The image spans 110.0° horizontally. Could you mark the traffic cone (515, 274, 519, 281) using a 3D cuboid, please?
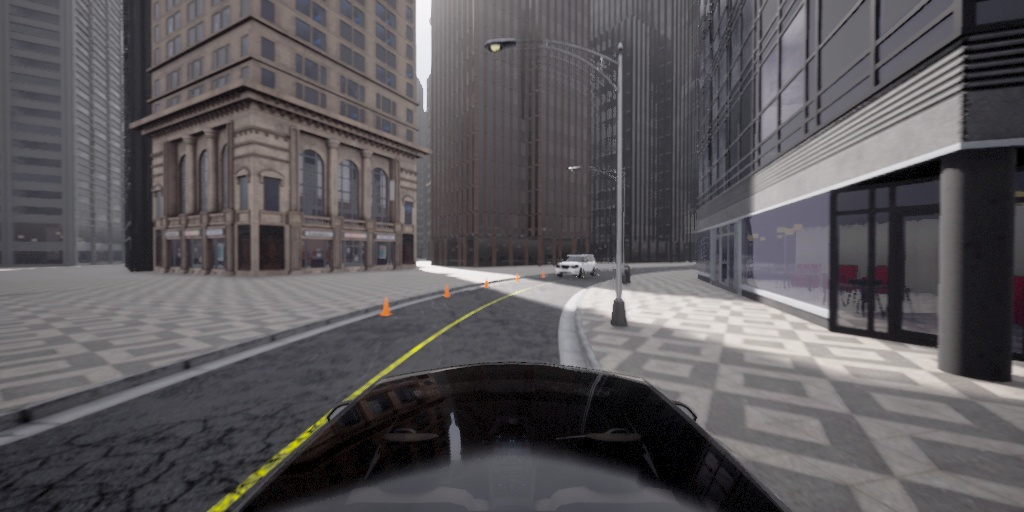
[{"bbox_3d":[0.383,1.596,26.870,0.340,0.580,0.340,0,0,24],"label":"traffic cone"}]

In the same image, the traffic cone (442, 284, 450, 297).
[{"bbox_3d":[-3.086,1.627,17.010,0.340,0.580,0.340,0,0,14],"label":"traffic cone"}]

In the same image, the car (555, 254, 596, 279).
[{"bbox_3d":[5.803,0.866,32.005,2.150,2.045,5.566,0,0,31],"label":"car"}]

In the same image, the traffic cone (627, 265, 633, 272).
[{"bbox_3d":[15.872,1.503,47.702,0.340,0.580,0.340,0,0,-41],"label":"traffic cone"}]

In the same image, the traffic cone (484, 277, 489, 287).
[{"bbox_3d":[-1.564,1.610,22.014,0.340,0.580,0.340,0,0,19],"label":"traffic cone"}]

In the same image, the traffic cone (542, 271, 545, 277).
[{"bbox_3d":[2.739,1.584,31.540,0.340,0.580,0.340,0,0,29],"label":"traffic cone"}]

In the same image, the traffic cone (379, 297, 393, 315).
[{"bbox_3d":[-4.173,1.647,11.894,0.340,0.580,0.340,0,0,10],"label":"traffic cone"}]

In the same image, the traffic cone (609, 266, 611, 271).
[{"bbox_3d":[12.079,1.526,44.101,0.340,0.580,0.340,0,0,44],"label":"traffic cone"}]
